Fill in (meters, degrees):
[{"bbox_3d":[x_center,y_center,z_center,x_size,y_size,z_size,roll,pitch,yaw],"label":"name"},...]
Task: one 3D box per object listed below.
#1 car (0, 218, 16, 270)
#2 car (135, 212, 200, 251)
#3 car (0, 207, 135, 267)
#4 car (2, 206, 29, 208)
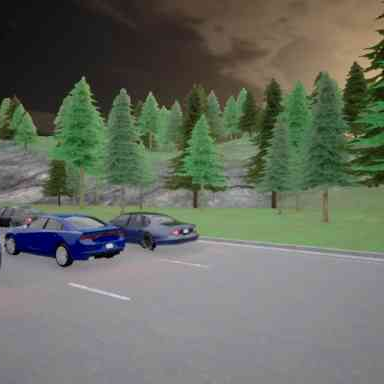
[{"bbox_3d":[-6.949,1.502,8.924,4.892,1.490,1.837,-1,0,36],"label":"car"},{"bbox_3d":[-2.272,1.546,14.187,5.357,1.411,2.033,0,0,35],"label":"car"},{"bbox_3d":[-4.499,1.476,11.474,5.008,1.535,1.882,0,0,36],"label":"car"},{"bbox_3d":[-10.605,1.545,20.066,5.357,1.411,2.033,0,0,35],"label":"car"}]
